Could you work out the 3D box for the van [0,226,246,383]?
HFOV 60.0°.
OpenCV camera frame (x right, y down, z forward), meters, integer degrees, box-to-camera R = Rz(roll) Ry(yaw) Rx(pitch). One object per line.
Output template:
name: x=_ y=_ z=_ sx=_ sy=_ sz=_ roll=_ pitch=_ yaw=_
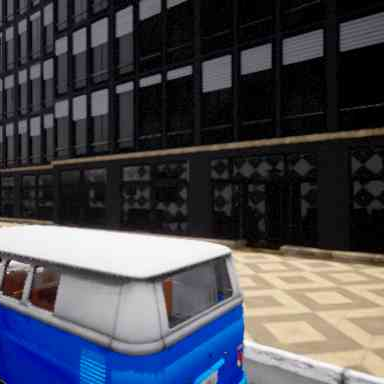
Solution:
van: x=-1.369 y=1.361 z=3.852 sx=3.998 sy=1.788 sz=1.690 roll=0 pitch=0 yaw=36
